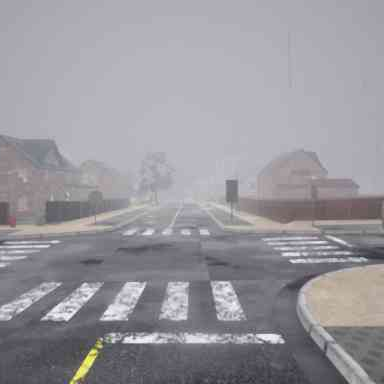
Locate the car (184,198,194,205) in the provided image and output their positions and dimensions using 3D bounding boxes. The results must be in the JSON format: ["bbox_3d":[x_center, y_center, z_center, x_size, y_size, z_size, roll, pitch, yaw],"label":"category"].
[{"bbox_3d":[-0.597,1.830,66.818,1.994,1.385,4.181,0,0,-2],"label":"car"}]

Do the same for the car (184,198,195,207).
[{"bbox_3d":[-0.453,1.710,56.790,1.812,1.442,4.674,0,0,-1],"label":"car"}]
